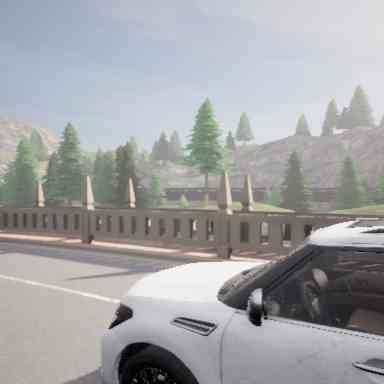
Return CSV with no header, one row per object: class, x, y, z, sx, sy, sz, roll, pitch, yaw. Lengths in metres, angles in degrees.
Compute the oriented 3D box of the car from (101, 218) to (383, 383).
car,1.740,1.219,2.681,5.566,2.045,2.150,0,0,34
